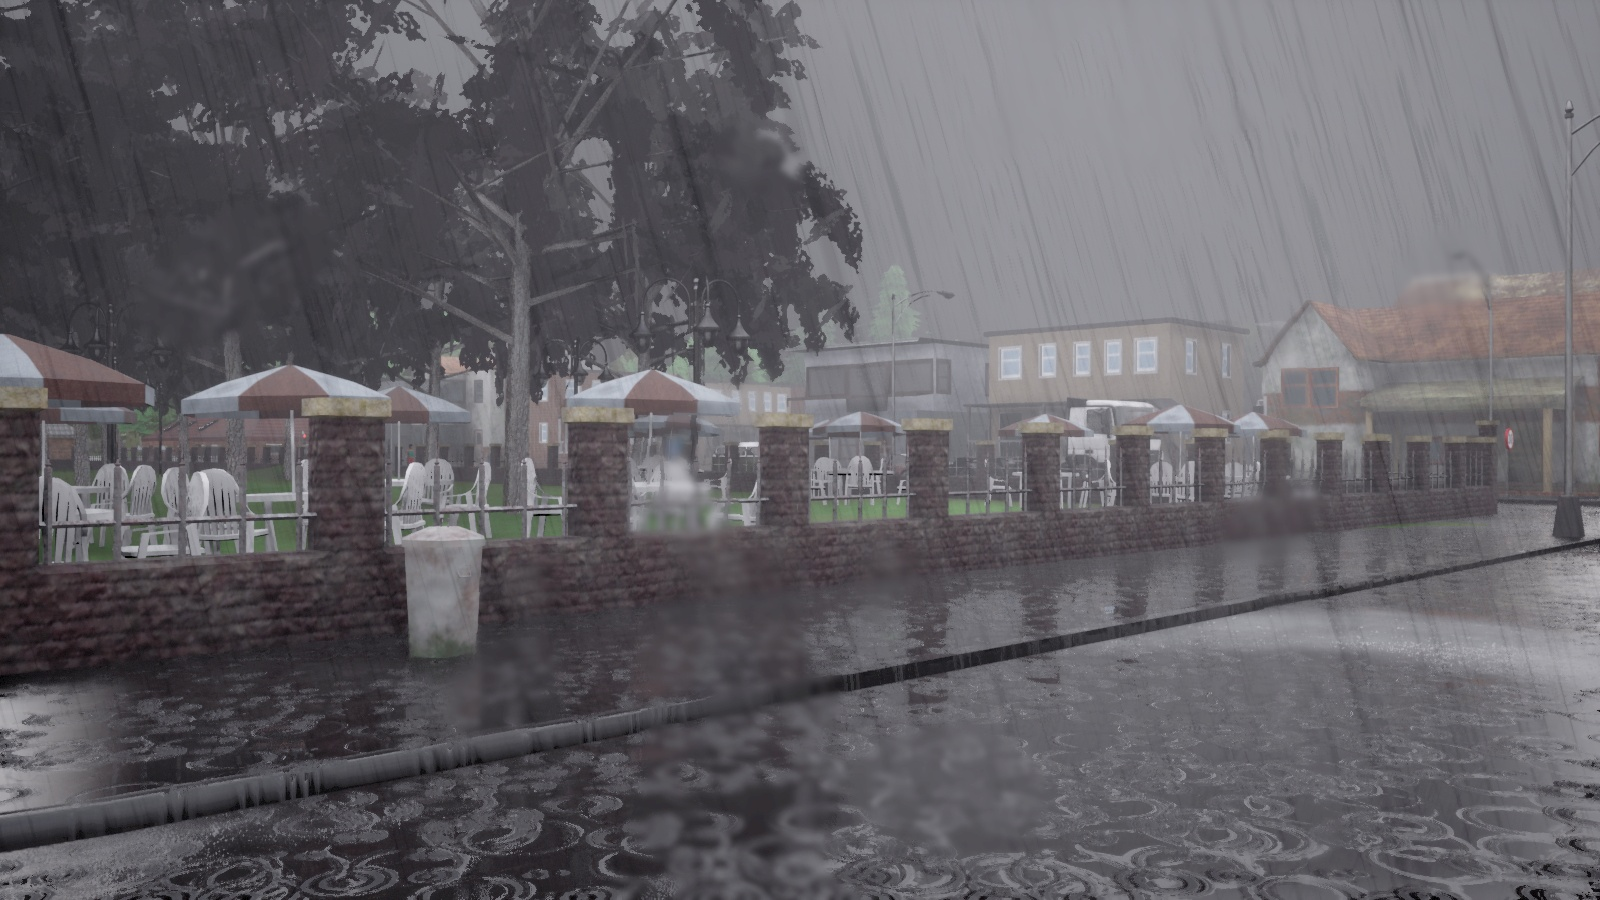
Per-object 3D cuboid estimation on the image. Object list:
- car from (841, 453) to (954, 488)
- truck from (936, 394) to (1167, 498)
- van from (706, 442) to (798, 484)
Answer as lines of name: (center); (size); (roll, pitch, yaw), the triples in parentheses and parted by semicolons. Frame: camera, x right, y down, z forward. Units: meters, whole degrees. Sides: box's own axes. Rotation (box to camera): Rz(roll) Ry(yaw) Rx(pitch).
car: (4.300, 0.871, 55.921); (4.792, 1.488, 2.163); (0, 0, 45)
truck: (8.992, -0.143, 45.689); (7.936, 3.462, 2.891); (0, 0, 45)
van: (-2.443, 0.621, 62.557); (4.480, 2.038, 2.069); (0, 0, 45)
